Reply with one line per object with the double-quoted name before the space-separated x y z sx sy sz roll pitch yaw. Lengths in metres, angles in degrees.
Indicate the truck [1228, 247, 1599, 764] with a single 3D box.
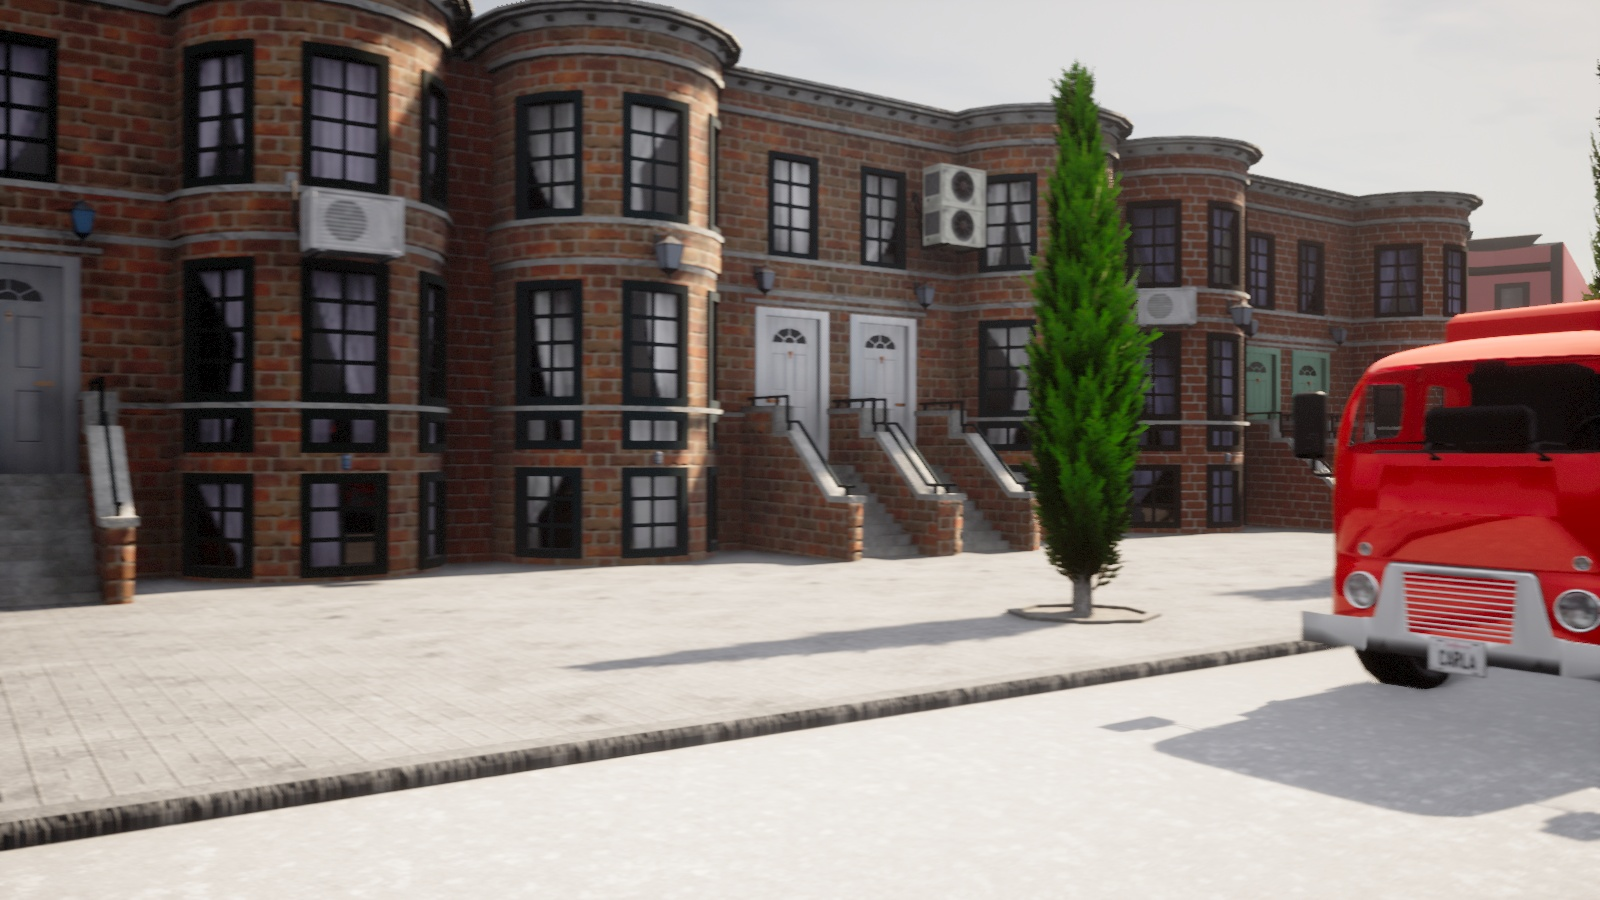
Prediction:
"truck" 5.514 0.266 8.108 5.204 2.467 2.627 0 0 -35
